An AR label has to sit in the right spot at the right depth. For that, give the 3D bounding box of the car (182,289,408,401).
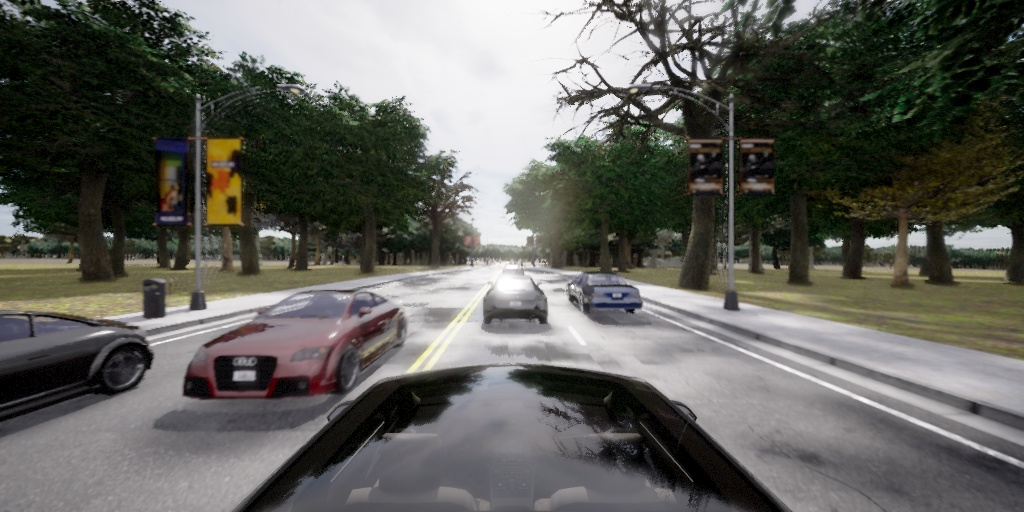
[{"bbox_3d":[-3.350,1.317,6.482,1.994,1.385,4.181,0,0,0],"label":"car"}]

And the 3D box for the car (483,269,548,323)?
[{"bbox_3d":[0.103,1.319,12.150,1.994,1.385,4.181,0,0,0],"label":"car"}]

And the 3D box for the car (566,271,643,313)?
[{"bbox_3d":[3.352,1.303,13.953,2.033,1.411,5.357,0,0,0],"label":"car"}]

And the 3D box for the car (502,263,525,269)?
[{"bbox_3d":[0.105,1.312,30.010,2.033,1.411,5.357,0,0,0],"label":"car"}]

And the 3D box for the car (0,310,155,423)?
[{"bbox_3d":[-6.599,1.316,3.845,1.994,1.385,4.181,0,0,0],"label":"car"}]
